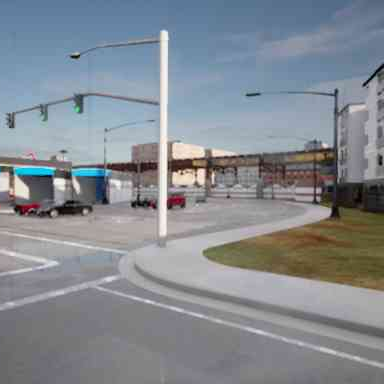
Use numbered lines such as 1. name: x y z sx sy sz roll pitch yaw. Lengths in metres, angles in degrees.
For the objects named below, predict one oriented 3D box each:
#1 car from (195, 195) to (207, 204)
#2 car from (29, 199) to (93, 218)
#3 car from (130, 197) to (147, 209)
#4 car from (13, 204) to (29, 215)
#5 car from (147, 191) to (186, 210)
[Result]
1. car: 1.502 1.260 55.730 2.033 1.411 5.357 1 0 1
2. car: -10.232 1.271 26.930 1.812 1.442 4.674 1 0 36
3. car: -5.590 1.302 40.650 1.895 1.301 4.718 1 0 23
4. car: -12.937 1.310 29.111 1.895 1.301 4.718 1 0 37
5. car: -2.596 0.951 38.786 2.150 2.045 5.566 1 2 25
